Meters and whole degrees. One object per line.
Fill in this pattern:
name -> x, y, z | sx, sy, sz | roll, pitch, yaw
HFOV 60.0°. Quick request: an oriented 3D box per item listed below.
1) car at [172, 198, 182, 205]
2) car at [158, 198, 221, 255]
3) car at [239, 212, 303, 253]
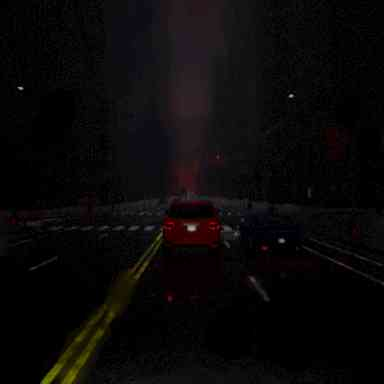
car -> -3.306, 2.171, 74.321 | 1.837, 1.490, 4.892 | 0, 0, 0
car -> -0.010, 1.351, 14.012 | 2.150, 2.045, 5.566 | 0, 0, 0
car -> 3.245, 1.617, 14.466 | 1.882, 1.535, 5.008 | 0, 0, 0
